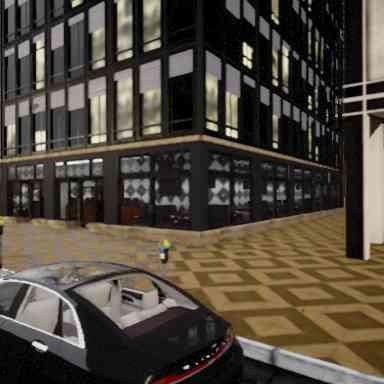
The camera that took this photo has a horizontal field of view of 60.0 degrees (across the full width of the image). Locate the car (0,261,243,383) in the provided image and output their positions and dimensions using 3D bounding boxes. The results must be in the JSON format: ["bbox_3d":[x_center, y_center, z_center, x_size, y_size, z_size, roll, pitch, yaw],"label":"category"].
[{"bbox_3d":[-1.552,1.524,3.991,4.403,1.369,2.008,1,0,35],"label":"car"}]
